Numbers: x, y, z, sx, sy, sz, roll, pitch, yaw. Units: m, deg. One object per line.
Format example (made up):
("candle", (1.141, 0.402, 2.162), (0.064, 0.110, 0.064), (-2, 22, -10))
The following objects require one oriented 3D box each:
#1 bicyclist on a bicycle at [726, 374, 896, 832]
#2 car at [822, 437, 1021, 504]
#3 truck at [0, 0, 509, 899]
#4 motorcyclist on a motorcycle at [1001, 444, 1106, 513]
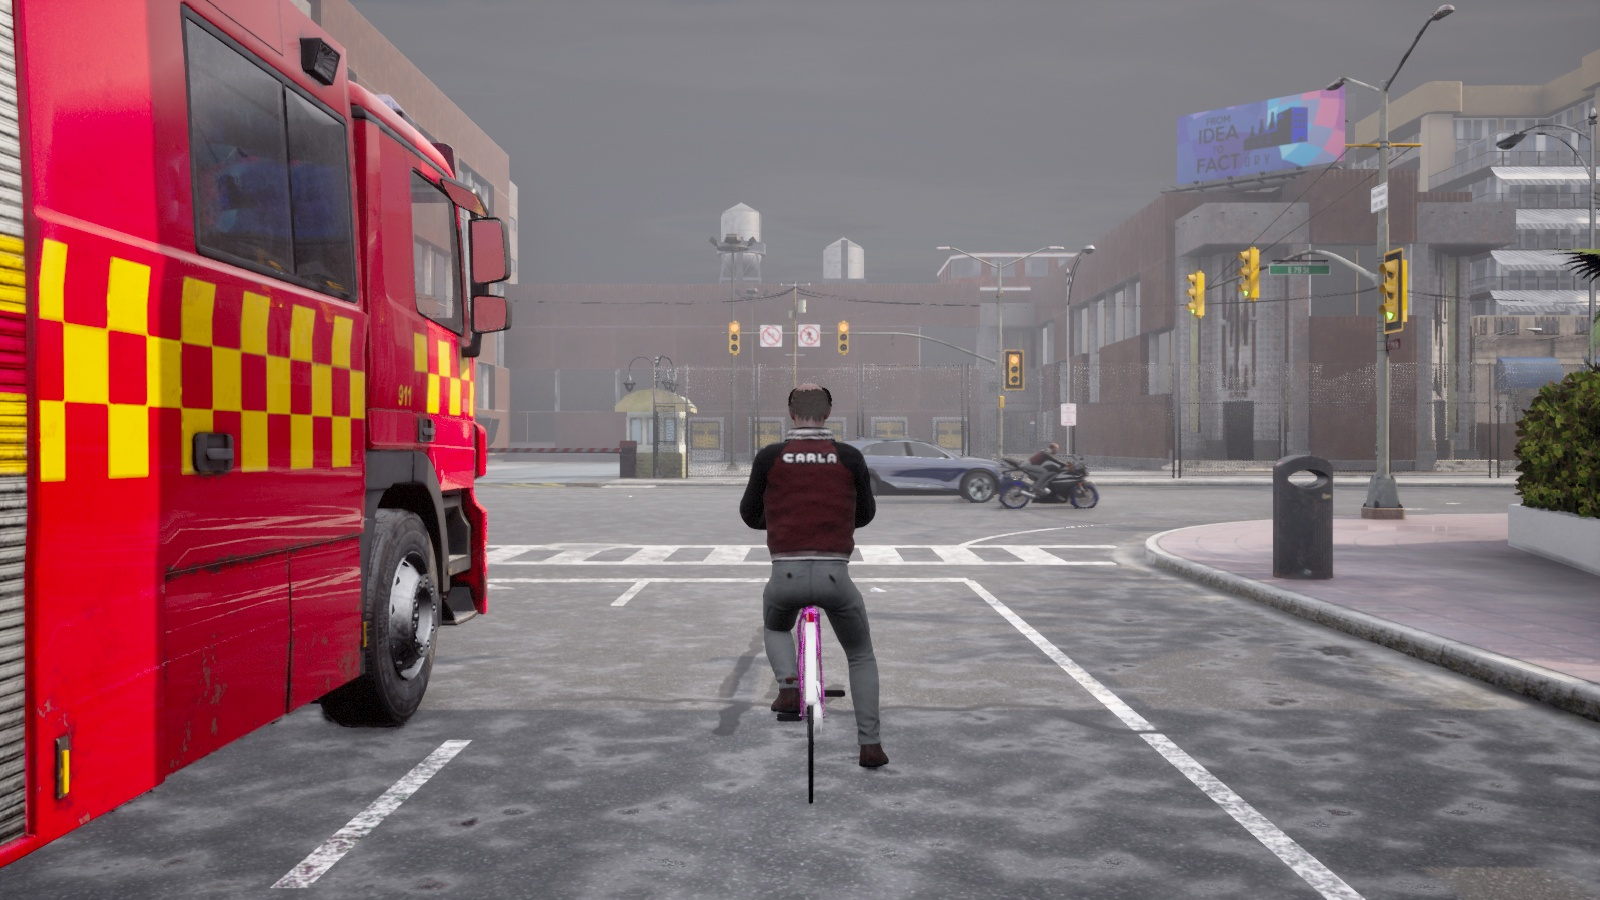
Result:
("bicyclist on a bicycle", (0.044, 0.584, 5.787), (0.659, 1.776, 1.843), (0, 1, 0))
("car", (2.989, 0.500, 31.750), (4.856, 1.649, 2.033), (0, 0, 1))
("truck", (-3.466, -0.446, 4.404), (2.891, 3.827, 8.468), (0, 0, 0))
("motorcyclist on a motorcycle", (5.678, 0.627, 28.215), (2.191, 1.530, 0.866), (0, 0, 1))
